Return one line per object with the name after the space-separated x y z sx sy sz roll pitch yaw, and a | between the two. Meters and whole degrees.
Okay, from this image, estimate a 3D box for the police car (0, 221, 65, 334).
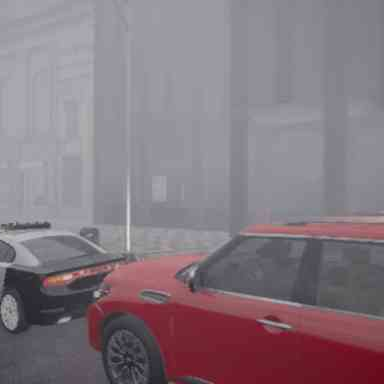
-3.600 1.453 6.959 5.238 1.638 1.930 0 0 36 | police car

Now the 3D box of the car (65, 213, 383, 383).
1.331 1.247 3.402 5.566 2.045 2.150 0 0 36 | car
